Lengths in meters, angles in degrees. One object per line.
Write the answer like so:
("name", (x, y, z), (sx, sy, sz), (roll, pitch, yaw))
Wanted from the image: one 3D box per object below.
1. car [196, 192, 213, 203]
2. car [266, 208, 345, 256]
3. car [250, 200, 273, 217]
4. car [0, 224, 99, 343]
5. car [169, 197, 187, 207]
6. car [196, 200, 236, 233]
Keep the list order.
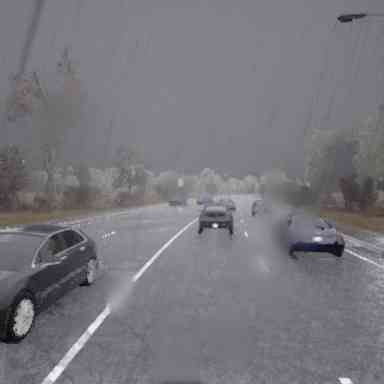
("car", (1.996, 1.045, 50.108), (2.150, 2.045, 5.566), (0, 0, 9))
("car", (4.353, 1.531, 13.081), (1.994, 1.385, 4.181), (0, 0, 5))
("car", (6.356, 1.460, 30.343), (2.033, 1.411, 5.357), (0, 0, 8))
("car", (-3.331, 1.470, 6.493), (1.837, 1.490, 4.892), (0, 0, 3))
("car", (-1.985, 1.418, 47.176), (1.895, 1.301, 4.718), (0, 0, 9))
("car", (1.438, 1.440, 19.255), (1.837, 1.490, 4.892), (0, 0, 6))
